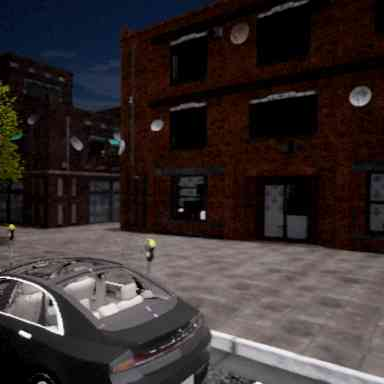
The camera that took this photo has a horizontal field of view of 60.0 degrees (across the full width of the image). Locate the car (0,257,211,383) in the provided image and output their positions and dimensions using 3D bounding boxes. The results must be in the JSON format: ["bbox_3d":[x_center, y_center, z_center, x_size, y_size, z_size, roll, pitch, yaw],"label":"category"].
[{"bbox_3d":[-1.845,1.558,4.334,4.403,1.369,2.008,0,1,35],"label":"car"}]
